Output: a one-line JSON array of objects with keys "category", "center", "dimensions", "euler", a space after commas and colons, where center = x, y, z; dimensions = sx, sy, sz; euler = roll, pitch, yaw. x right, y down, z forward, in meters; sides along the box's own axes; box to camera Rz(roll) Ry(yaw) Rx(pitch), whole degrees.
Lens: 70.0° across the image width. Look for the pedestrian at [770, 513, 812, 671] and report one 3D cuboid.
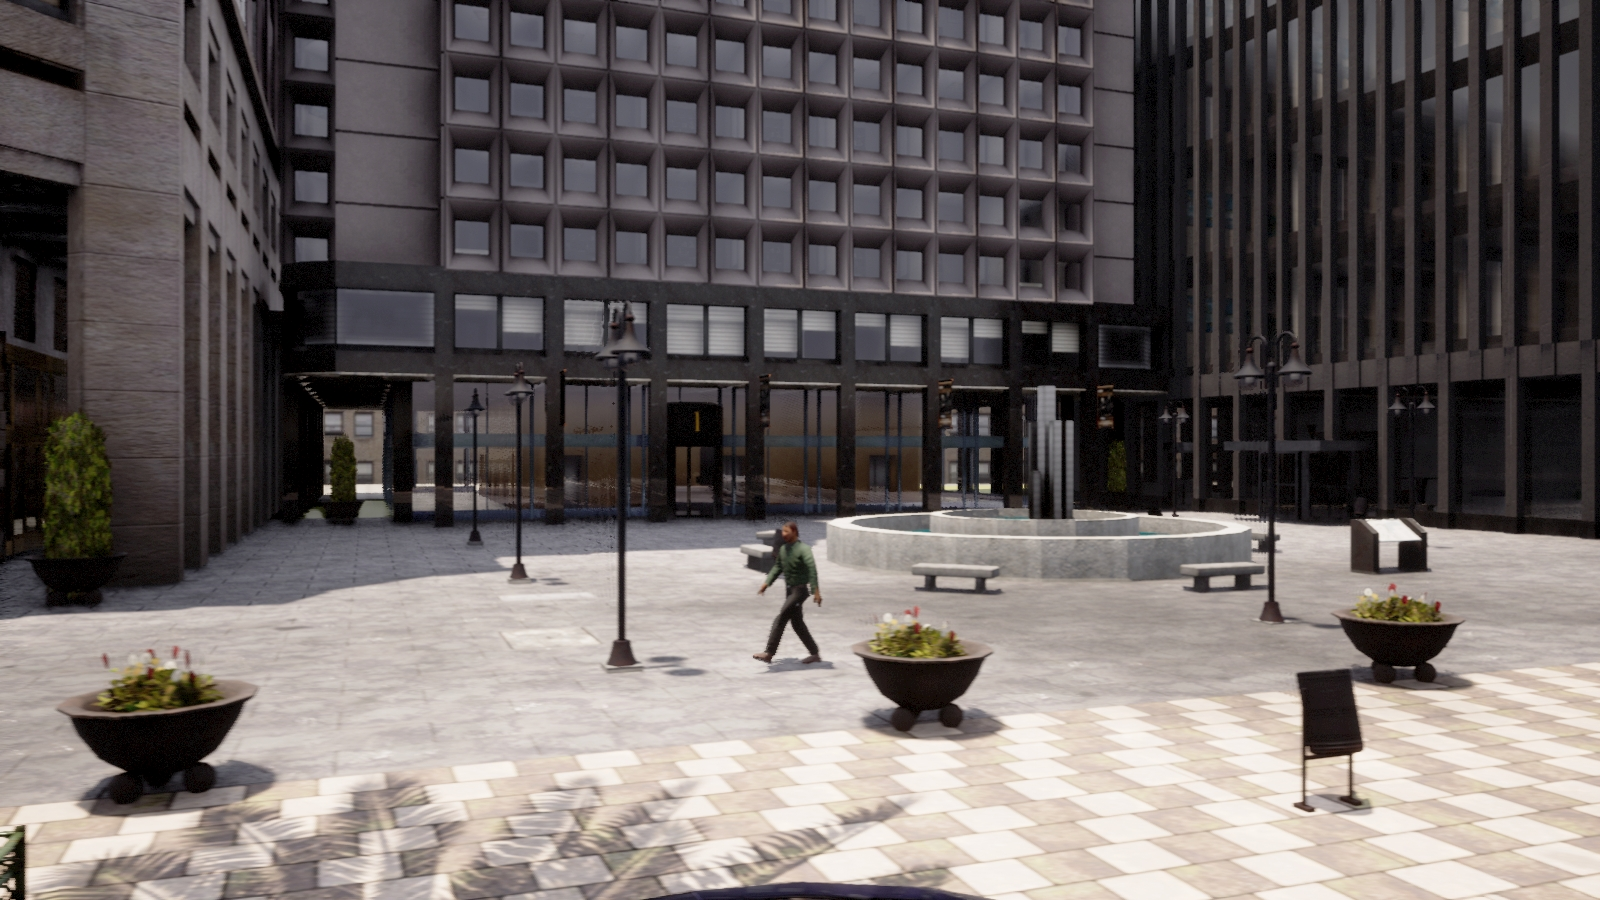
[{"category": "pedestrian", "center": [-0.108, 1.710, 13.909], "dimensions": [0.375, 1.860, 0.375], "euler": [0, 0, -32]}]
